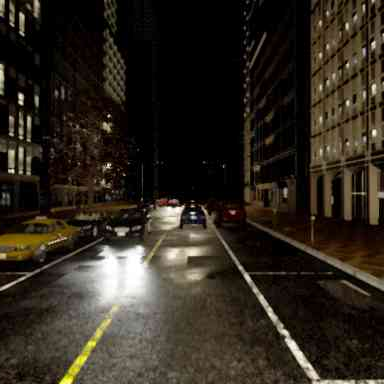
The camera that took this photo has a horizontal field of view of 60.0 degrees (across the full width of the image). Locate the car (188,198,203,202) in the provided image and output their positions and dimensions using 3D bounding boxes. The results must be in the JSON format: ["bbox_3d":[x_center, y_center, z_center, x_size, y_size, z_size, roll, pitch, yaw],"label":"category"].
[{"bbox_3d":[0.044,1.813,41.956,2.033,1.411,5.357,0,0,0],"label":"car"}]

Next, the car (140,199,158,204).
[{"bbox_3d":[-5.742,1.812,40.974,2.008,1.369,4.403,0,0,0],"label":"car"}]

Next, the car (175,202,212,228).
[{"bbox_3d":[0.068,1.702,23.787,2.033,1.411,5.357,0,0,0],"label":"car"}]

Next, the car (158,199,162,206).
[{"bbox_3d":[-5.750,1.860,46.667,1.947,1.339,4.313,0,0,0],"label":"car"}]

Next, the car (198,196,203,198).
[{"bbox_3d":[2.592,2.020,75.126,1.947,1.339,4.313,0,0,0],"label":"car"}]

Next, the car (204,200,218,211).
[{"bbox_3d":[2.630,1.820,46.835,1.752,1.417,4.829,0,0,0],"label":"car"}]

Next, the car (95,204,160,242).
[{"bbox_3d":[-3.123,1.604,17.145,2.128,1.511,4.902,0,0,0],"label":"car"}]

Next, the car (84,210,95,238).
[{"bbox_3d":[-5.712,1.671,18.206,2.008,1.369,4.403,0,0,0],"label":"car"}]

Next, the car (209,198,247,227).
[{"bbox_3d":[2.663,1.470,23.899,2.192,1.841,5.009,0,0,0],"label":"car"}]

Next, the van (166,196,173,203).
[{"bbox_3d":[-5.803,1.857,86.513,1.690,1.788,3.998,0,0,0],"label":"van"}]

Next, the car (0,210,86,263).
[{"bbox_3d":[-5.704,1.608,12.342,1.752,1.417,4.829,0,0,0],"label":"car"}]

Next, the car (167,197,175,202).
[{"bbox_3d":[-5.812,2.128,92.204,1.802,1.307,4.206,0,0,0],"label":"car"}]

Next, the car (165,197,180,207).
[{"bbox_3d":[-3.135,1.957,57.427,1.895,1.301,4.718,0,0,0],"label":"car"}]

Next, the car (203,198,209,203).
[{"bbox_3d":[2.647,1.541,35.283,2.192,1.841,5.009,0,0,0],"label":"car"}]

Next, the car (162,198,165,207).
[{"bbox_3d":[-5.765,1.942,58.049,1.802,1.307,4.206,0,0,0],"label":"car"}]
